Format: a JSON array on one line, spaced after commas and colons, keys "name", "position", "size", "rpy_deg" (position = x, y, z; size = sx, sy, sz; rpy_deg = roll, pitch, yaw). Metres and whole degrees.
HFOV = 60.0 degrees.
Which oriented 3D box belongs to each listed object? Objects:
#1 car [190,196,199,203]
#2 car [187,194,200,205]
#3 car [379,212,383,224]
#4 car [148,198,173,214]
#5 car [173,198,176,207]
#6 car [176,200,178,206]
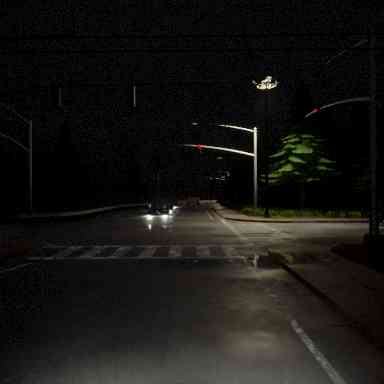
[{"name": "car", "position": [0.553, 1.657, 73.181], "size": [1.882, 1.535, 5.008], "rpy_deg": [0, 0, 2]}, {"name": "car", "position": [0.258, 1.376, 61.447], "size": [2.150, 2.045, 5.566], "rpy_deg": [0, 0, 1]}, {"name": "car", "position": [14.916, 1.609, 21.959], "size": [4.718, 1.301, 1.895], "rpy_deg": [0, 0, 1]}, {"name": "car", "position": [-3.615, 1.464, 36.671], "size": [2.097, 1.767, 4.553], "rpy_deg": [0, 0, 0]}, {"name": "car", "position": [-3.601, 1.640, 46.541], "size": [1.837, 1.490, 4.892], "rpy_deg": [0, 0, 0]}, {"name": "car", "position": [-3.512, 1.724, 56.621], "size": [1.994, 1.385, 4.181], "rpy_deg": [0, 0, 1]}]
